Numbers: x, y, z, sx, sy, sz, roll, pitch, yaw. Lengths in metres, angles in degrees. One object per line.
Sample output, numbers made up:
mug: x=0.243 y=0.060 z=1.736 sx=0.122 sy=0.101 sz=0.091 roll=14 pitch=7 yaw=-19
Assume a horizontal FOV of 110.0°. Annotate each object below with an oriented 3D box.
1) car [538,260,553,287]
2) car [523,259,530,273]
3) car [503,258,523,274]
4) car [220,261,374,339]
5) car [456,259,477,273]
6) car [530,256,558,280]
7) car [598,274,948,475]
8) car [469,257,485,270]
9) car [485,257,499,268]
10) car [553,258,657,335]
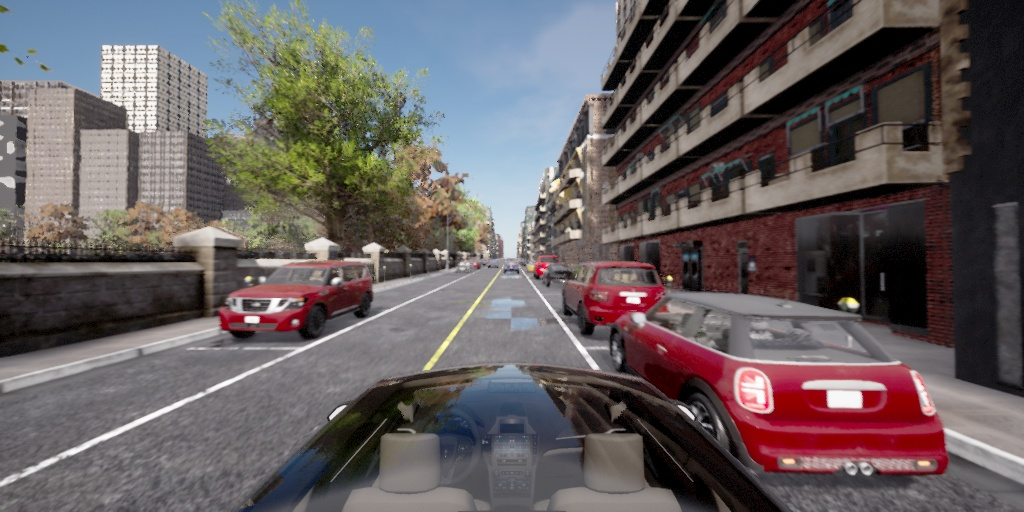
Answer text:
car: x=3.101 y=1.270 z=24.627 sx=1.837 sy=1.490 sz=4.892 roll=0 pitch=0 yaw=0
car: x=2.609 y=1.308 z=43.689 sx=1.751 sy=1.417 sz=4.829 roll=0 pitch=0 yaw=0
car: x=-0.061 y=1.340 z=42.890 sx=2.033 sy=1.411 sz=5.357 roll=0 pitch=0 yaw=0
car: x=-5.703 y=1.079 z=10.362 sx=2.192 sy=1.841 sz=5.009 roll=0 pitch=0 yaw=0
car: x=-5.771 y=1.342 z=43.503 sx=2.007 sy=1.370 sz=4.403 roll=0 pitch=0 yaw=0
car: x=3.048 y=1.000 z=31.659 sx=2.150 sy=2.045 sz=5.566 roll=0 pitch=0 yaw=0
car: x=2.688 y=1.189 z=4.855 sx=1.967 sy=1.591 sz=4.097 roll=0 pitch=0 yaw=0
car: x=-5.793 y=1.116 z=54.550 sx=2.192 sy=1.841 sz=5.009 roll=0 pitch=0 yaw=0
car: x=-3.144 y=1.351 z=60.477 sx=2.033 sy=1.411 sz=5.357 roll=0 pitch=0 yaw=0
car: x=2.677 y=1.069 z=10.378 sx=2.192 sy=1.841 sz=5.009 roll=0 pitch=0 yaw=0
